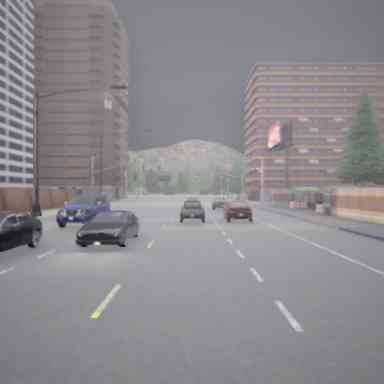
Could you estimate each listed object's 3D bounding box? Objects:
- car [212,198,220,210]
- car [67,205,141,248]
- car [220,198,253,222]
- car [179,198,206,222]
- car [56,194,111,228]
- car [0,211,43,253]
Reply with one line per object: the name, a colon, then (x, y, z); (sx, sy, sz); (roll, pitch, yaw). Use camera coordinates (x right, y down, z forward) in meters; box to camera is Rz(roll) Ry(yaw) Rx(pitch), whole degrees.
car: (3.529, 1.479, 42.697); (1.812, 1.442, 4.674); (0, 0, 0)
car: (-3.522, 1.531, 15.016); (2.033, 1.411, 5.357); (0, 0, 0)
car: (3.500, 1.449, 26.064); (1.882, 1.535, 5.008); (0, 0, 1)
car: (0.039, 1.464, 25.663); (2.128, 1.511, 4.902); (0, 0, 0)
car: (-7.088, 1.197, 22.443); (2.150, 2.045, 5.566); (0, 0, 2)
car: (-7.104, 1.479, 11.911); (2.128, 1.511, 4.902); (0, 0, 0)
